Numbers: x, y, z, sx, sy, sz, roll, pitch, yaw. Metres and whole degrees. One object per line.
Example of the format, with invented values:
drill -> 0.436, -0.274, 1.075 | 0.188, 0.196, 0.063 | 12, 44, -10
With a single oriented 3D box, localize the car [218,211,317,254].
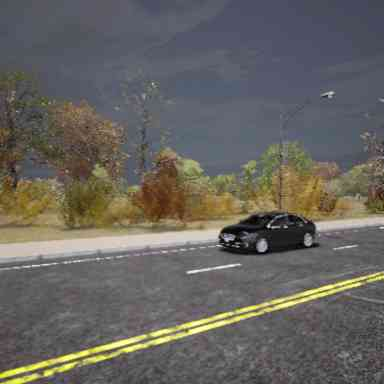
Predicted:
car -> 3.296, 1.611, 14.066 | 4.892, 1.490, 1.837 | 1, 0, -36
